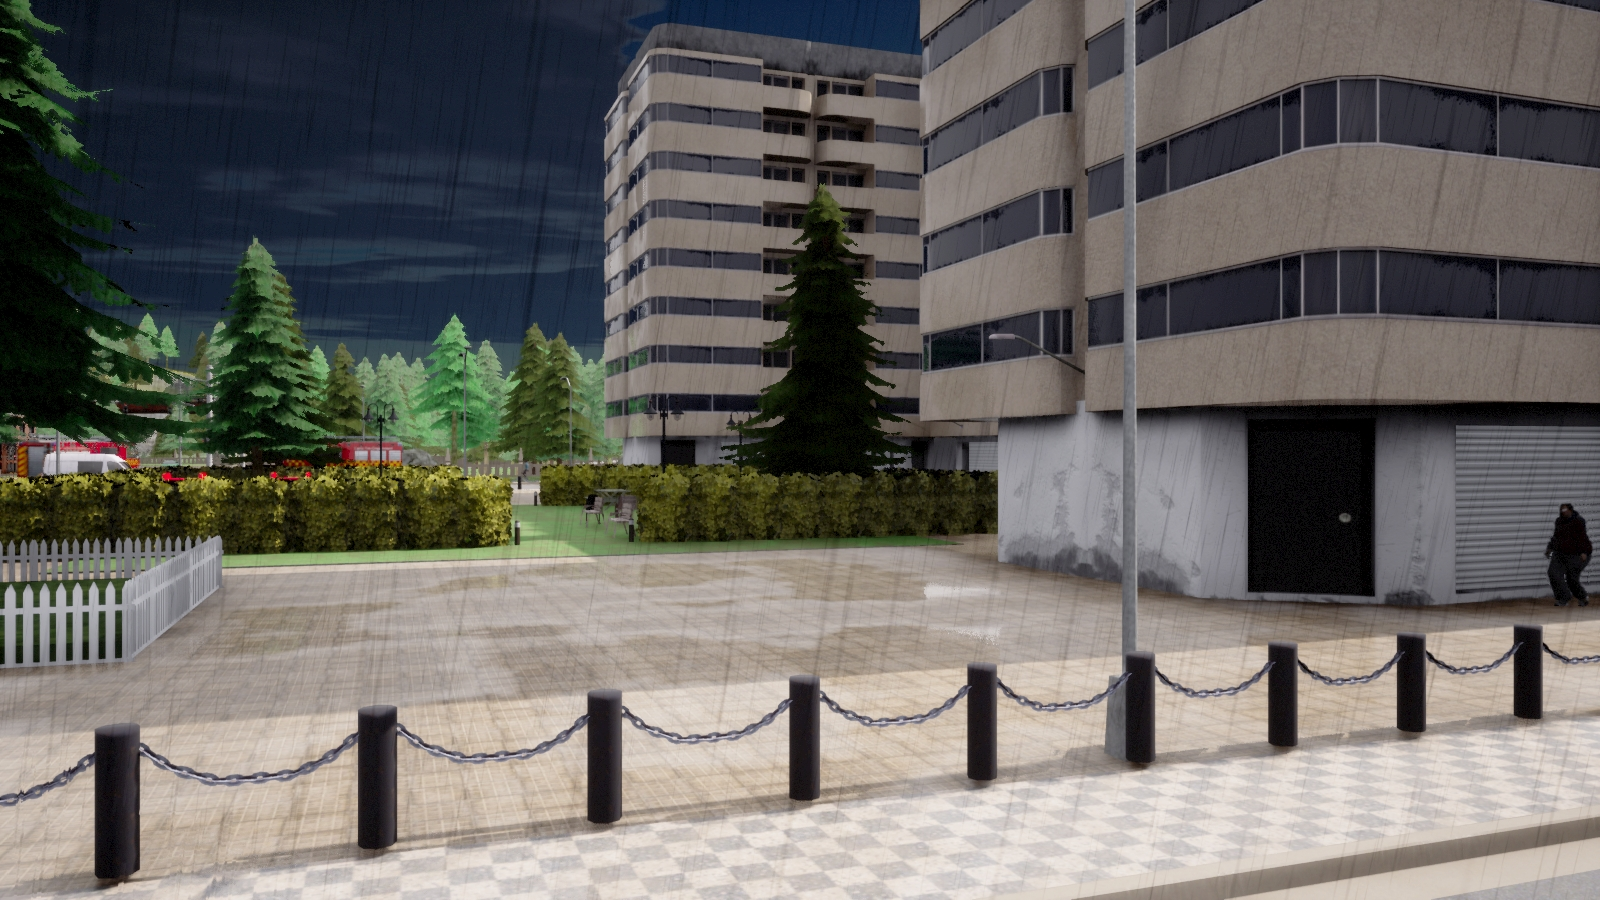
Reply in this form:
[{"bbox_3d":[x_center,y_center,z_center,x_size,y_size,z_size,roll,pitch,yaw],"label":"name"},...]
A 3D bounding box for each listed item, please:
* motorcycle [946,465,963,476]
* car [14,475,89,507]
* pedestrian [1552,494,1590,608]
[{"bbox_3d":[16.084,2.131,119.009,0.803,1.199,2.033,0,0,-20],"label":"motorcycle"},{"bbox_3d":[-38.243,2.063,58.523,2.163,1.488,4.792,0,0,-20],"label":"car"},{"bbox_3d":[12.829,1.666,19.020,0.375,1.860,0.375,0,0,-18],"label":"pedestrian"}]
